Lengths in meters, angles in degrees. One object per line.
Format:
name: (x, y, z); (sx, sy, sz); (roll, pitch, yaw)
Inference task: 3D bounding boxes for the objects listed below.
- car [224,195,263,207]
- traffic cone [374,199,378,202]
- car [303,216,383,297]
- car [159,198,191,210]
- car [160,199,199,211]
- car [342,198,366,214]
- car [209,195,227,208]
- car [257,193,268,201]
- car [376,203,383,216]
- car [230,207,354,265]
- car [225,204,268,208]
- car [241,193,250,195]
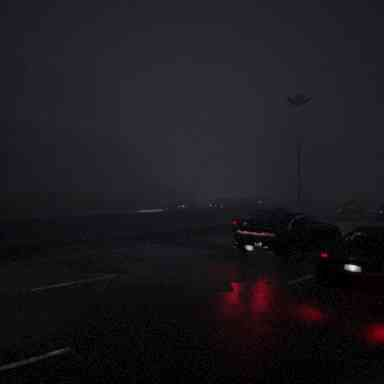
car: (5.748, 1.388, 36.544); (1.882, 1.535, 5.008); (0, 0, 31)
traffic cone: (35.221, 1.629, 64.009); (0.340, 0.580, 0.340); (0, 0, 7)
car: (4.799, 1.522, 8.163); (4.181, 1.385, 1.994); (0, 0, -42)
car: (-2.164, 1.553, 43.638); (1.895, 1.301, 4.718); (0, 0, 29)
car: (-1.210, 1.501, 38.446); (2.033, 1.411, 5.357); (0, 0, 33)
car: (16.513, 1.320, 33.878); (1.882, 1.535, 5.008); (0, 0, 30)
car: (3.771, 1.423, 40.089); (1.837, 1.490, 4.892); (0, 0, 29)
car: (16.169, 1.073, 77.017); (2.097, 1.767, 4.553); (0, 0, 1)
car: (15.331, 1.463, 25.303); (1.895, 1.301, 4.718); (0, 0, 35)
car: (3.509, 1.453, 11.693); (4.902, 1.511, 2.128); (0, 0, -43)
car: (4.177, 1.497, 17.113); (2.033, 1.411, 5.357); (0, 0, 44)
car: (12.714, 0.916, 79.627); (1.837, 1.490, 4.892); (0, 0, 1)
